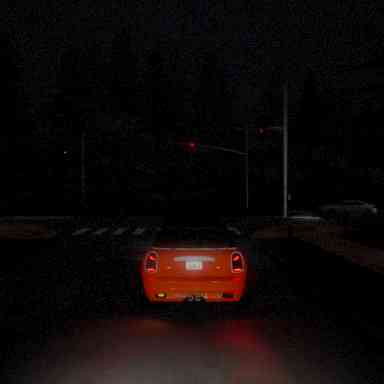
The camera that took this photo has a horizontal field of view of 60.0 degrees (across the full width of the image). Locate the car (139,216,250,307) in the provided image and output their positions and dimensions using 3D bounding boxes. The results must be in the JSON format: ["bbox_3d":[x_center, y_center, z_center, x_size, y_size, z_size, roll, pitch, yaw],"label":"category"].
[{"bbox_3d":[0.049,1.352,8.149,2.097,1.767,4.553,0,0,0],"label":"car"}]

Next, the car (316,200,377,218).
[{"bbox_3d":[12.658,1.363,27.369,4.674,1.442,1.812,0,0,-1],"label":"car"}]

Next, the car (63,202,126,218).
[{"bbox_3d":[-7.979,1.444,27.309,4.718,1.301,1.895,0,0,0],"label":"car"}]
